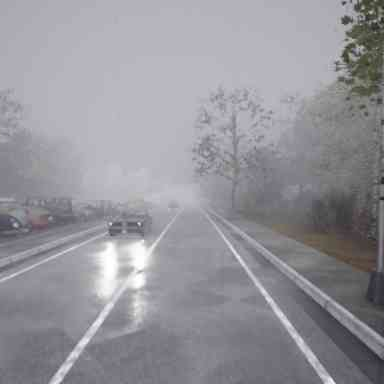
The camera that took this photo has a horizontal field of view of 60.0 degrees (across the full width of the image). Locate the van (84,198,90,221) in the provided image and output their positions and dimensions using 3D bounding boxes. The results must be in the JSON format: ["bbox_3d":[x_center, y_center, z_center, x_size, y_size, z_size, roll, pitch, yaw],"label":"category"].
[{"bbox_3d":[-10.194,1.359,24.333,4.442,1.987,1.878,0,-1,0],"label":"van"}]

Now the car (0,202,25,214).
[{"bbox_3d":[-23.384,1.918,40.974,4.674,1.452,2.002,0,-1,0],"label":"car"}]

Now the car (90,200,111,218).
[{"bbox_3d":[-10.302,1.683,29.880,5.008,1.535,2.097,0,-1,0],"label":"car"}]

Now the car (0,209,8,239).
[{"bbox_3d":[-10.320,1.548,13.244,4.674,1.452,2.002,0,0,0],"label":"car"}]

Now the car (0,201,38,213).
[{"bbox_3d":[-23.374,1.929,43.869,5.008,1.535,2.097,0,-1,0],"label":"car"}]

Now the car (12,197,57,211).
[{"bbox_3d":[-23.348,1.776,49.414,5.566,2.045,2.435,0,-1,0],"label":"car"}]

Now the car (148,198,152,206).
[{"bbox_3d":[-10.319,2.251,60.414,4.792,1.488,2.163,0,-1,0],"label":"car"}]

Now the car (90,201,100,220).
[{"bbox_3d":[-10.312,1.674,27.104,4.674,1.452,2.002,0,-1,0],"label":"car"}]

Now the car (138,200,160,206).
[{"bbox_3d":[-10.285,2.675,79.831,4.892,1.521,2.231,0,-1,0],"label":"car"}]

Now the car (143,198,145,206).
[{"bbox_3d":[-10.265,2.104,52.086,4.792,1.488,2.163,0,-1,0],"label":"car"}]

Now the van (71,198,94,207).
[{"bbox_3d":[-23.480,2.228,71.439,4.442,1.987,1.878,0,-1,0],"label":"van"}]

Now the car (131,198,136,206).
[{"bbox_3d":[-10.306,1.929,43.759,4.892,1.521,2.231,0,-1,0],"label":"car"}]

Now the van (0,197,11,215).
[{"bbox_3d":[-23.499,1.604,38.209,4.442,1.987,1.878,0,-1,0],"label":"van"}]

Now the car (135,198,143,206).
[{"bbox_3d":[-10.113,1.974,46.535,5.366,1.575,1.946,0,-1,0],"label":"car"}]

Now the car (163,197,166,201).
[{"bbox_3d":[-10.303,2.569,85.388,5.566,2.045,2.435,0,-2,0],"label":"car"}]

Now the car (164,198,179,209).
[{"bbox_3d":[-3.341,2.288,60.539,2.033,1.411,5.357,0,-1,1],"label":"car"}]

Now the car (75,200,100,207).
[{"bbox_3d":[-23.333,2.558,74.326,4.792,1.488,2.163,0,-2,0],"label":"car"}]

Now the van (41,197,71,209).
[{"bbox_3d":[-23.488,1.948,57.723,4.442,1.987,1.878,0,-1,0],"label":"van"}]

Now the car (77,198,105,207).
[{"bbox_3d":[-23.388,2.350,77.102,5.566,2.045,2.435,0,-2,0],"label":"car"}]

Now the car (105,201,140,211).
[{"bbox_3d":[-10.267,2.055,49.310,4.792,1.488,2.163,0,-1,0],"label":"car"}]

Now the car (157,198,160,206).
[{"bbox_3d":[-10.098,2.451,71.385,5.366,1.575,1.946,0,-2,0],"label":"car"}]

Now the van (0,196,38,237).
[{"bbox_3d":[-10.199,1.287,16.021,4.442,1.987,1.878,0,0,0],"label":"van"}]

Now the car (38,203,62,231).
[{"bbox_3d":[-10.344,1.546,18.803,4.792,1.488,2.163,0,-1,0],"label":"car"}]

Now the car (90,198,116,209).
[{"bbox_3d":[-10.275,1.606,32.659,4.553,1.767,2.185,0,-1,0],"label":"car"}]

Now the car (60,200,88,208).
[{"bbox_3d":[-23.395,2.358,66.024,4.792,1.488,2.163,0,-1,0],"label":"car"}]

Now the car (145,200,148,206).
[{"bbox_3d":[-10.264,2.153,54.862,4.792,1.488,2.163,0,-1,0],"label":"car"}]

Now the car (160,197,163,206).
[{"bbox_3d":[-10.094,2.598,77.056,5.366,1.575,1.946,0,-2,0],"label":"car"}]

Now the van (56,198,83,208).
[{"bbox_3d":[-23.260,2.049,63.277,4.442,1.987,1.878,0,-1,0],"label":"van"}]

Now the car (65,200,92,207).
[{"bbox_3d":[-23.394,2.417,68.663,4.792,1.488,2.163,0,-1,0],"label":"car"}]

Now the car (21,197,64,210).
[{"bbox_3d":[-23.346,1.825,52.184,5.566,2.045,2.435,0,-1,0],"label":"car"}]

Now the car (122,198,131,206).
[{"bbox_3d":[-10.117,1.827,38.208,5.366,1.575,1.946,0,-1,0],"label":"car"}]

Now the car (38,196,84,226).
[{"bbox_3d":[-10.341,1.285,21.558,5.566,2.045,2.435,0,-1,0],"label":"car"}]

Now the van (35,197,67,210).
[{"bbox_3d":[-23.256,1.899,54.953,4.442,1.987,1.878,0,-1,0],"label":"van"}]

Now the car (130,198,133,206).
[{"bbox_3d":[-10.295,1.880,40.984,4.892,1.521,2.231,0,-1,0],"label":"car"}]

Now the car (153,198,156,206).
[{"bbox_3d":[-10.280,2.329,65.966,4.892,1.521,2.231,0,-1,0],"label":"car"}]

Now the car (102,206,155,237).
[{"bbox_3d":[-3.351,1.686,18.757,1.895,1.301,4.718,0,0,0],"label":"car"}]

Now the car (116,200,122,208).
[{"bbox_3d":[-10.273,1.655,35.434,4.553,1.767,2.185,0,-1,0],"label":"car"}]
